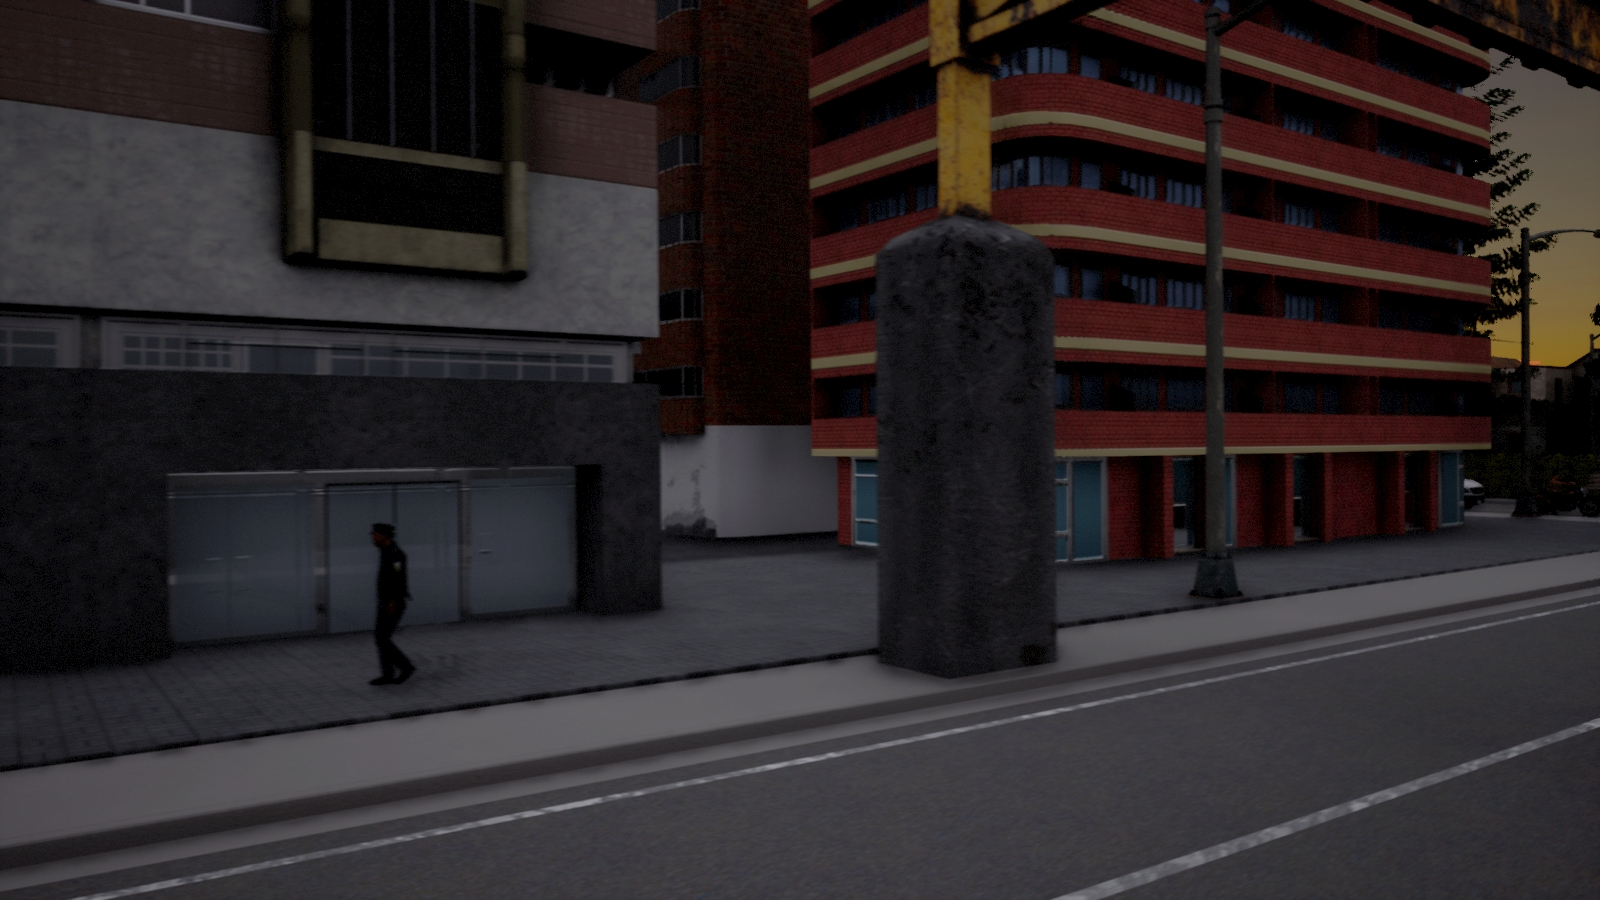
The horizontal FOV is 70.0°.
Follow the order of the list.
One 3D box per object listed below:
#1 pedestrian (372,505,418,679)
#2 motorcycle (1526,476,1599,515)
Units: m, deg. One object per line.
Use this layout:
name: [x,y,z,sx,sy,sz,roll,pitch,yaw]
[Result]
pedestrian: [-4.507,1.562,12.719,0.375,1.860,0.375,-1,0,-35]
motorcycle: [28.379,1.671,42.344,0.764,1.332,2.356,-1,0,-35]
